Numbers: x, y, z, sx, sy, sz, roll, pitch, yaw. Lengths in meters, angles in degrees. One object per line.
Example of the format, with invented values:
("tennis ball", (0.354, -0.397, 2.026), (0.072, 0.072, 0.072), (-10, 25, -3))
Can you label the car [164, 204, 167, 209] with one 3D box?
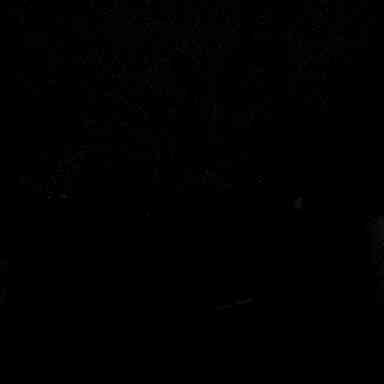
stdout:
("car", (-2.437, 1.512, 40.553), (1.812, 1.442, 4.674), (0, 0, -39))

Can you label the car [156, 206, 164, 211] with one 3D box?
("car", (-5.647, 1.493, 38.960), (1.837, 1.490, 4.892), (0, 0, -39))
